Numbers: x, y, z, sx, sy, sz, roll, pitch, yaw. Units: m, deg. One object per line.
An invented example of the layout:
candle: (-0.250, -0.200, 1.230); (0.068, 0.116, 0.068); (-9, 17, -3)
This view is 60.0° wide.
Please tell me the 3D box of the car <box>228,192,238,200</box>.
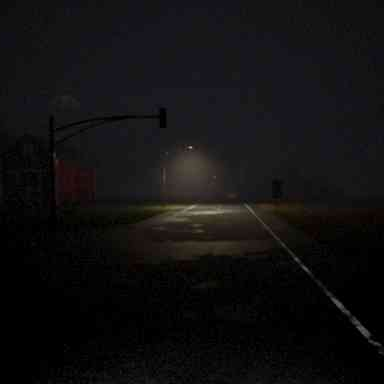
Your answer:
car: (8.638, 0.681, 70.973); (2.097, 1.767, 4.553); (-1, 1, 7)
